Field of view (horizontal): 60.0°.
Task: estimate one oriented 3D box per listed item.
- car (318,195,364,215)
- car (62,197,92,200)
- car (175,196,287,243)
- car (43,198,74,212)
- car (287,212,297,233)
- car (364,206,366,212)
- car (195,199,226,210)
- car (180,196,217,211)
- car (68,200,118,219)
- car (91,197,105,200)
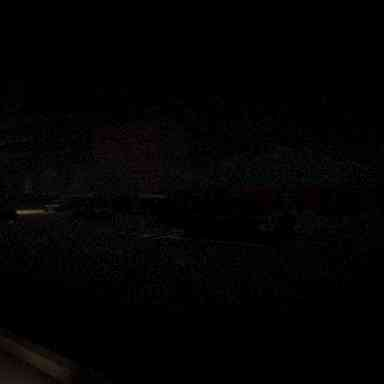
[{"bbox_3d":[14.968,1.280,33.844,3.866,1.878,1.905,-1,-1,36],"label":"car"},{"bbox_3d":[-16.205,1.844,46.269,3.905,1.438,1.784,-1,-1,36],"label":"car"},{"bbox_3d":[1.727,1.254,15.630,4.605,1.855,1.932,-1,-1,36],"label":"car"},{"bbox_3d":[-17.906,1.872,43.926,3.806,1.475,1.970,-1,-1,36],"label":"car"},{"bbox_3d":[3.471,1.259,17.941,3.866,1.878,1.905,-1,-1,36],"label":"car"},{"bbox_3d":[16.679,1.522,36.179,3.806,1.475,1.970,-1,-1,36],"label":"car"},{"bbox_3d":[2.532,1.686,46.423,3.905,1.438,1.784,-1,-1,36],"label":"car"},{"bbox_3d":[0.777,1.473,44.118,4.605,1.855,1.932,-1,-1,36],"label":"car"},{"bbox_3d":[-9.073,1.697,30.388,3.806,1.475,1.970,-1,-1,36],"label":"car"},{"bbox_3d":[-14.672,1.636,48.472,4.605,1.855,1.932,-1,-1,36],"label":"car"}]
